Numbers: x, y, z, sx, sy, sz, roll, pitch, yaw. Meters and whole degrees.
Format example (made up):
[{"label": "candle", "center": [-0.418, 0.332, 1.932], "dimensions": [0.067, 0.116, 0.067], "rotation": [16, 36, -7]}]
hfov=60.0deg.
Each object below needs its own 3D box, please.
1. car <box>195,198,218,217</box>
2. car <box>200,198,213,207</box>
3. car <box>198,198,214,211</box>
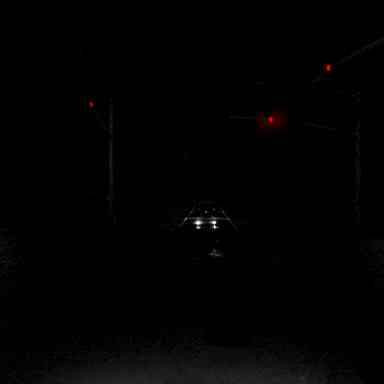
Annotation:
[{"label": "car", "center": [1.349, 1.491, 31.492], "dimensions": [1.812, 1.442, 4.674], "rotation": [0, 0, 3]}, {"label": "car", "center": [2.265, 1.566, 50.784], "dimensions": [1.895, 1.301, 4.718], "rotation": [0, 0, 3]}, {"label": "car", "center": [1.776, 1.470, 40.647], "dimensions": [1.837, 1.490, 4.892], "rotation": [0, 0, 3]}]
